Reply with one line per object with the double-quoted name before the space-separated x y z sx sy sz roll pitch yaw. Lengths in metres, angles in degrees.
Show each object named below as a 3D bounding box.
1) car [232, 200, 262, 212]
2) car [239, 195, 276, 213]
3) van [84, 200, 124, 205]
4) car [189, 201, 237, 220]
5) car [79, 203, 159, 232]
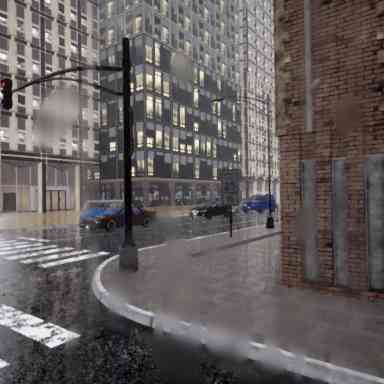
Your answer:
"car" 6.904 1.688 41.338 1.752 1.417 4.829 -2 -1 36
"car" 7.760 1.329 38.075 2.150 2.045 5.566 -1 -1 36
"van" -5.931 1.460 23.429 1.690 1.788 3.998 -2 -1 36
"car" 1.668 1.578 29.581 2.128 1.511 4.902 -1 -1 36
"car" -4.414 1.613 21.093 2.033 1.411 5.357 -1 -1 36
